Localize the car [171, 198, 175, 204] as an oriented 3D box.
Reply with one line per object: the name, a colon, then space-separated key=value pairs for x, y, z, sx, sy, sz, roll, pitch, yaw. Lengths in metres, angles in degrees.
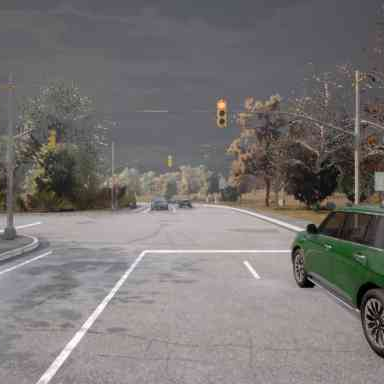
car: x=-4.670 y=2.359 z=83.025 sx=2.128 sy=1.511 sz=4.902 roll=0 pitch=-1 yaw=-22

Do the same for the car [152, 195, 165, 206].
car: x=-6.479 y=1.662 z=63.628 sx=2.150 sy=2.045 sz=5.566 roll=0 pitch=-1 yaw=-10

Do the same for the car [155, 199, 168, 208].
car: x=-4.960 y=1.766 z=53.263 sx=2.033 sy=1.411 sz=5.357 roll=0 pitch=-1 yaw=-6

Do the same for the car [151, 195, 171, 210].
car: x=-4.167 y=1.425 z=43.060 sx=2.097 sy=1.767 sz=4.553 roll=0 pitch=-1 yaw=-3

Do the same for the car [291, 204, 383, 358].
car: x=3.581 y=1.221 z=6.105 sx=2.150 sy=2.045 sz=5.566 roll=0 pitch=0 yaw=0

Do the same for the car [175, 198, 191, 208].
car: x=-1.187 y=1.704 z=52.649 sx=1.837 sy=1.490 sz=4.892 roll=0 pitch=-1 yaw=-6
